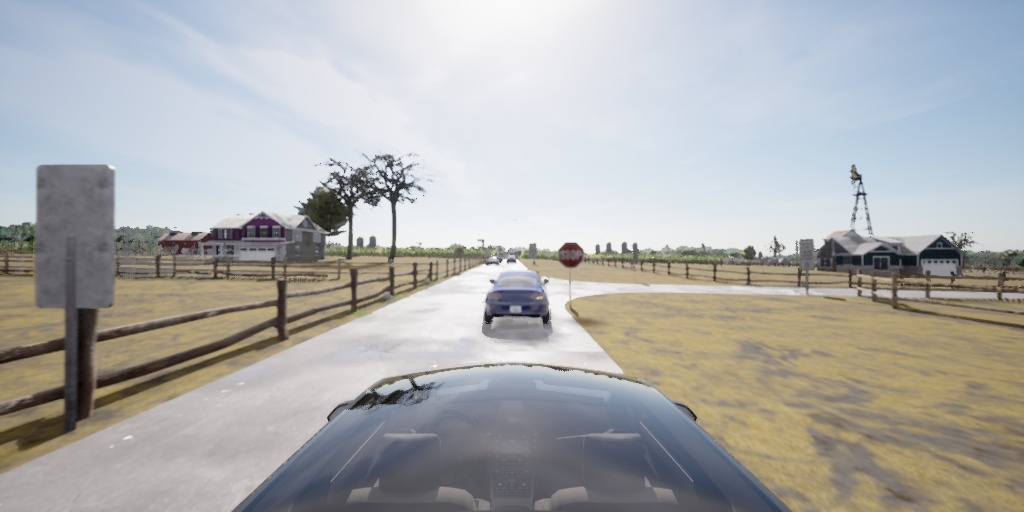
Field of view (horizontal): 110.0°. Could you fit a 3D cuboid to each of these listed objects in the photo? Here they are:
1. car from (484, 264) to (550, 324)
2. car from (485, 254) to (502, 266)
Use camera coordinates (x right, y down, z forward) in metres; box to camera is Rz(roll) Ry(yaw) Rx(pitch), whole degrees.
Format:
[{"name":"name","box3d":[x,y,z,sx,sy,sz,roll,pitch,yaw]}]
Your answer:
[{"name":"car","box3d":[0.213,1.161,11.414,1.812,1.442,4.674,0,1,3]},{"name":"car","box3d":[-2.891,0.790,54.086,1.994,1.385,4.181,0,0,0]}]
